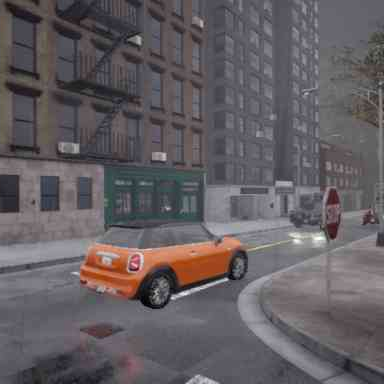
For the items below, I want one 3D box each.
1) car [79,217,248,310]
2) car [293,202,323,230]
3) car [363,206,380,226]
[{"bbox_3d":[-0.415,1.474,8.455,2.097,1.767,4.553,0,-2,39],"label":"car"},{"bbox_3d":[9.941,1.820,26.154,2.150,2.045,5.566,0,-2,39],"label":"car"},{"bbox_3d":[16.759,2.281,29.948,1.812,1.442,4.674,0,-2,39],"label":"car"}]
